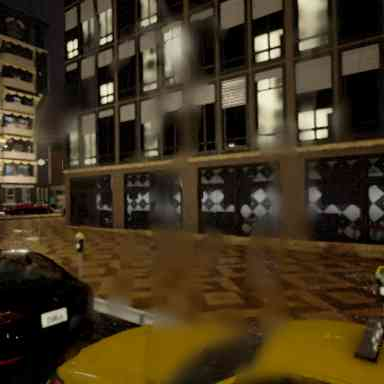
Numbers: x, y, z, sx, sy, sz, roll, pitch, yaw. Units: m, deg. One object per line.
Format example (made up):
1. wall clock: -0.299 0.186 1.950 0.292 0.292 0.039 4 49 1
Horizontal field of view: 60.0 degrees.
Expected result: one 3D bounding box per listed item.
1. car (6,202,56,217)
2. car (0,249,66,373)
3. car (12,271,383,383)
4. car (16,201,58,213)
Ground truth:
1. car: -15.459 1.675 31.828 1.802 1.307 4.206 -2 -1 35
2. car: -3.382 1.586 5.304 4.313 1.339 1.947 0 -1 36
3. car: 0.909 1.527 2.244 4.829 1.417 1.752 0 -1 36
4. car: -19.087 1.863 41.190 1.947 1.339 4.313 -2 -1 35
